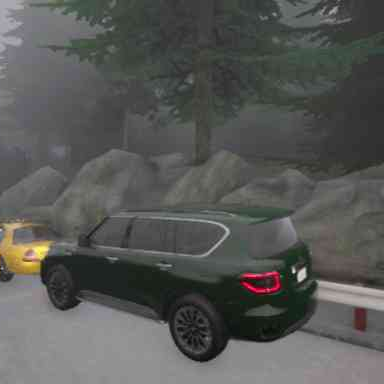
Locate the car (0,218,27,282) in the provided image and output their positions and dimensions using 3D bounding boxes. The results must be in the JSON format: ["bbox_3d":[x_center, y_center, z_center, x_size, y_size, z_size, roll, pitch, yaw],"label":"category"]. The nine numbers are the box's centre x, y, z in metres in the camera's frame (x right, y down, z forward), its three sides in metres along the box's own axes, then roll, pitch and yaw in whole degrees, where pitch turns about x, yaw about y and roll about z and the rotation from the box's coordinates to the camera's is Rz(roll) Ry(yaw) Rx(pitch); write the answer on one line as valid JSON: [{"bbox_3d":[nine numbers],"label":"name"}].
[{"bbox_3d":[-5.449,1.558,10.069,5.366,1.575,1.801,0,-1,37],"label":"car"}]

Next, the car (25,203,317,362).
[{"bbox_3d":[-0.608,1.256,6.263,5.566,2.045,2.150,0,2,37],"label":"car"}]
